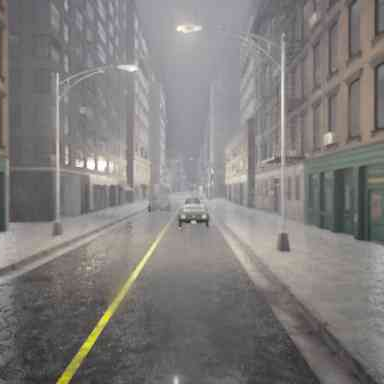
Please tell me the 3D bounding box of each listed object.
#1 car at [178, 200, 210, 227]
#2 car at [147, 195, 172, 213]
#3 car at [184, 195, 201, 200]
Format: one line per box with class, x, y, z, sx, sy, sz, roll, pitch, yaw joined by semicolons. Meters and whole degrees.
car;0.096;1.429;21.359;1.895;1.301;4.718;0;0;0
car;-3.096;1.089;32.743;2.097;1.767;4.553;0;1;0
car;0.089;1.153;42.153;2.128;1.511;4.902;0;0;0
